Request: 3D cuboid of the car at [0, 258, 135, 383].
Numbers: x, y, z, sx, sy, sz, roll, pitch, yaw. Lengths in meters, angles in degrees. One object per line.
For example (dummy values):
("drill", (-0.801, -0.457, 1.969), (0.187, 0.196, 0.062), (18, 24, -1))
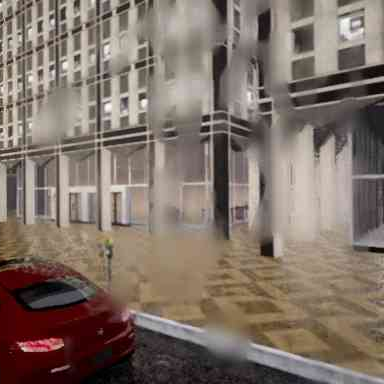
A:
("car", (-2.645, 1.630, 4.759), (4.206, 1.307, 1.802), (-1, 0, 35))
